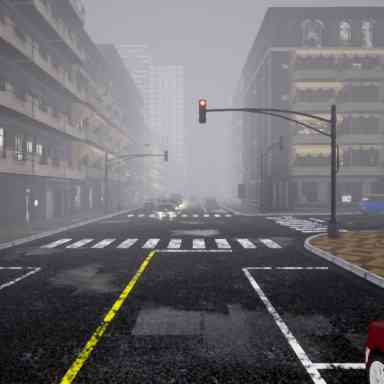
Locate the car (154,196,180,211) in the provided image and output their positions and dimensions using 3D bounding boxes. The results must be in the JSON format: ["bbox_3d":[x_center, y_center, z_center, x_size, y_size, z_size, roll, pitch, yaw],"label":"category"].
[{"bbox_3d":[-2.975,1.554,40.483,2.033,1.411,5.357,0,0,0],"label":"car"}]

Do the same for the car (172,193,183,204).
[{"bbox_3d":[-2.882,1.242,60.937,2.150,2.045,5.566,0,0,1],"label":"car"}]

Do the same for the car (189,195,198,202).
[{"bbox_3d":[0.240,1.511,74.314,1.882,1.535,5.008,0,0,0],"label":"car"}]

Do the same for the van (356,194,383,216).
[{"bbox_3d":[15.723,1.035,27.328,3.998,1.788,1.690,-1,1,-1],"label":"van"}]

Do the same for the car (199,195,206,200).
[{"bbox_3d":[2.975,1.602,95.019,1.887,1.381,4.507,-1,0,0],"label":"car"}]

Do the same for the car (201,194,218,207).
[{"bbox_3d":[2.836,1.454,50.796,1.967,1.590,4.097,-1,0,0],"label":"car"}]

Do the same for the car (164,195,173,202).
[{"bbox_3d":[-5.457,1.563,78.297,1.752,1.417,4.829,-1,0,0],"label":"car"}]

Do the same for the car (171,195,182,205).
[{"bbox_3d":[-2.942,1.578,50.367,1.994,1.385,4.181,0,0,0],"label":"car"}]

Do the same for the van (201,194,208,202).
[{"bbox_3d":[2.922,1.379,78.435,1.690,1.788,3.998,-1,0,0],"label":"van"}]

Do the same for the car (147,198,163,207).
[{"bbox_3d":[-5.543,1.580,50.827,1.947,1.339,4.313,0,0,0],"label":"car"}]

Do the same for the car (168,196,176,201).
[{"bbox_3d":[-5.422,1.633,89.523,1.802,1.307,4.206,-1,0,0],"label":"car"}]

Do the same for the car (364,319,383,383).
[{"bbox_3d":[2.685,1.544,1.797,1.887,1.381,4.507,0,0,0],"label":"car"}]

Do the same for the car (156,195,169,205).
[{"bbox_3d":[-5.510,1.462,61.883,1.967,1.590,4.097,-1,0,0],"label":"car"}]

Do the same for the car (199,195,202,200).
[{"bbox_3d":[2.890,1.578,67.379,2.008,1.369,4.403,-1,0,0],"label":"car"}]

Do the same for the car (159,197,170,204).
[{"bbox_3d":[-5.491,1.609,67.411,1.802,1.307,4.206,-1,0,0],"label":"car"}]

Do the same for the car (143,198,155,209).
[{"bbox_3d":[-5.559,1.561,45.300,2.008,1.369,4.403,0,0,0],"label":"car"}]
